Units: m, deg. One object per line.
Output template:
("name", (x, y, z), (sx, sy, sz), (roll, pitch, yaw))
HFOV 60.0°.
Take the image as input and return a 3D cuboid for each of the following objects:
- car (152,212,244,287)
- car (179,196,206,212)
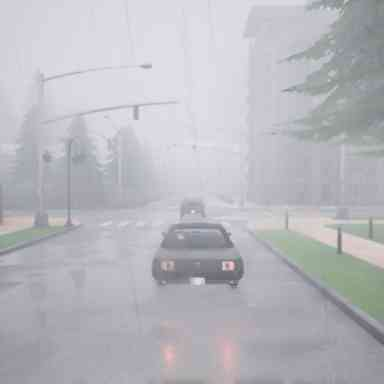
("car", (0.125, 1.463, 8.873), (1.895, 1.301, 4.718), (0, 1, 0))
("car", (0.030, 1.107, 26.526), (1.837, 1.490, 4.892), (0, 1, -1))
